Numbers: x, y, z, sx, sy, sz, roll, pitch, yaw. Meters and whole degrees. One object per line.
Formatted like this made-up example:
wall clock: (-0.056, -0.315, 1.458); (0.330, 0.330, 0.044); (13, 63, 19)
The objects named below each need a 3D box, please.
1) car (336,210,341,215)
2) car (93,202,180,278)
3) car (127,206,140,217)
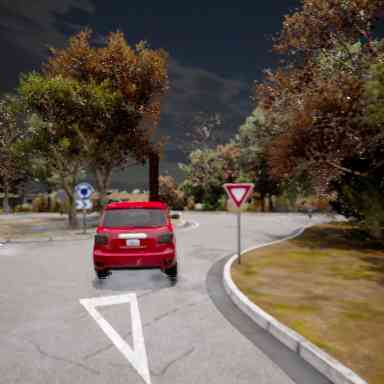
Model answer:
car: (17.950, 1.417, 35.874); (5.566, 2.045, 2.150); (0, 0, -20)
car: (-1.575, 1.312, 10.624); (2.150, 2.045, 5.566); (-1, 0, -4)
car: (-11.987, 4.003, 68.528); (2.150, 2.045, 5.566); (0, -5, -4)
